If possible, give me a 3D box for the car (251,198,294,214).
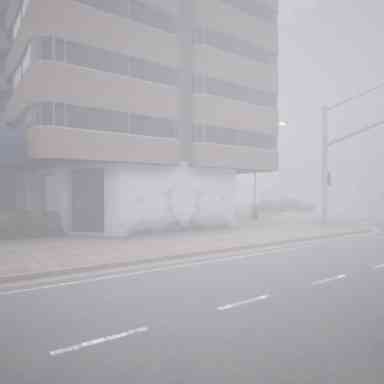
[{"bbox_3d":[8.400,1.544,35.918,1.994,1.385,4.181,0,0,-36],"label":"car"}]

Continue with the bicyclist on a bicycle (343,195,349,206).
[{"bbox_3d":[22.058,1.269,47.707,1.656,1.620,0.582,0,0,-36],"label":"bicyclist on a bicycle"}]

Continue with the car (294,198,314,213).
[{"bbox_3d":[11.431,1.456,37.699,1.882,1.535,5.008,0,1,-36],"label":"car"}]
